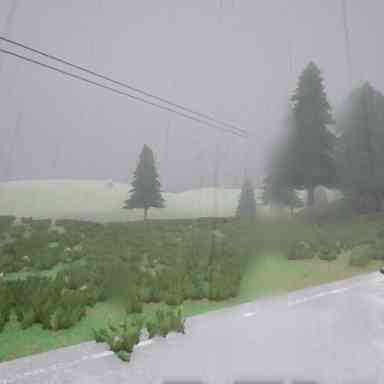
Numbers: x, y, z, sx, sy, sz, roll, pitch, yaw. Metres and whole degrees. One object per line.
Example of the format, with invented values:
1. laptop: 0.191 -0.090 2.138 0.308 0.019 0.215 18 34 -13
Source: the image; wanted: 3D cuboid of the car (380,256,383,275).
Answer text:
1. car: 6.562 1.603 7.948 4.718 1.301 1.895 0 0 -33
